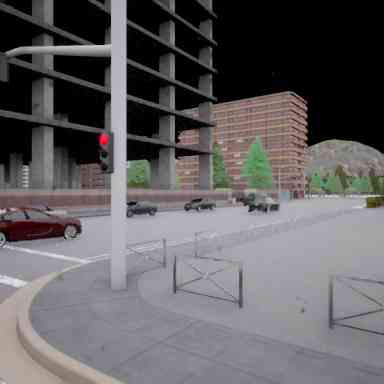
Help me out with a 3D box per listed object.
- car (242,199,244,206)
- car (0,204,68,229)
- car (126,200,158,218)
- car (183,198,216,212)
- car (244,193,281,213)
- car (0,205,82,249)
[{"bbox_3d":[9.748,1.150,50.741,2.150,2.045,5.566,0,0,35],"label":"car"},{"bbox_3d":[-10.817,1.545,21.886,1.895,1.301,4.718,0,0,35],"label":"car"},{"bbox_3d":[-5.042,1.470,30.019,1.812,1.442,4.674,0,0,36],"label":"car"},{"bbox_3d":[0.952,1.449,38.482,1.837,1.490,4.892,0,0,35],"label":"car"},{"bbox_3d":[7.875,1.296,35.812,2.097,1.767,4.553,0,0,35],"label":"car"},{"bbox_3d":[-7.245,1.420,14.447,1.882,1.535,5.008,1,0,38],"label":"car"}]
